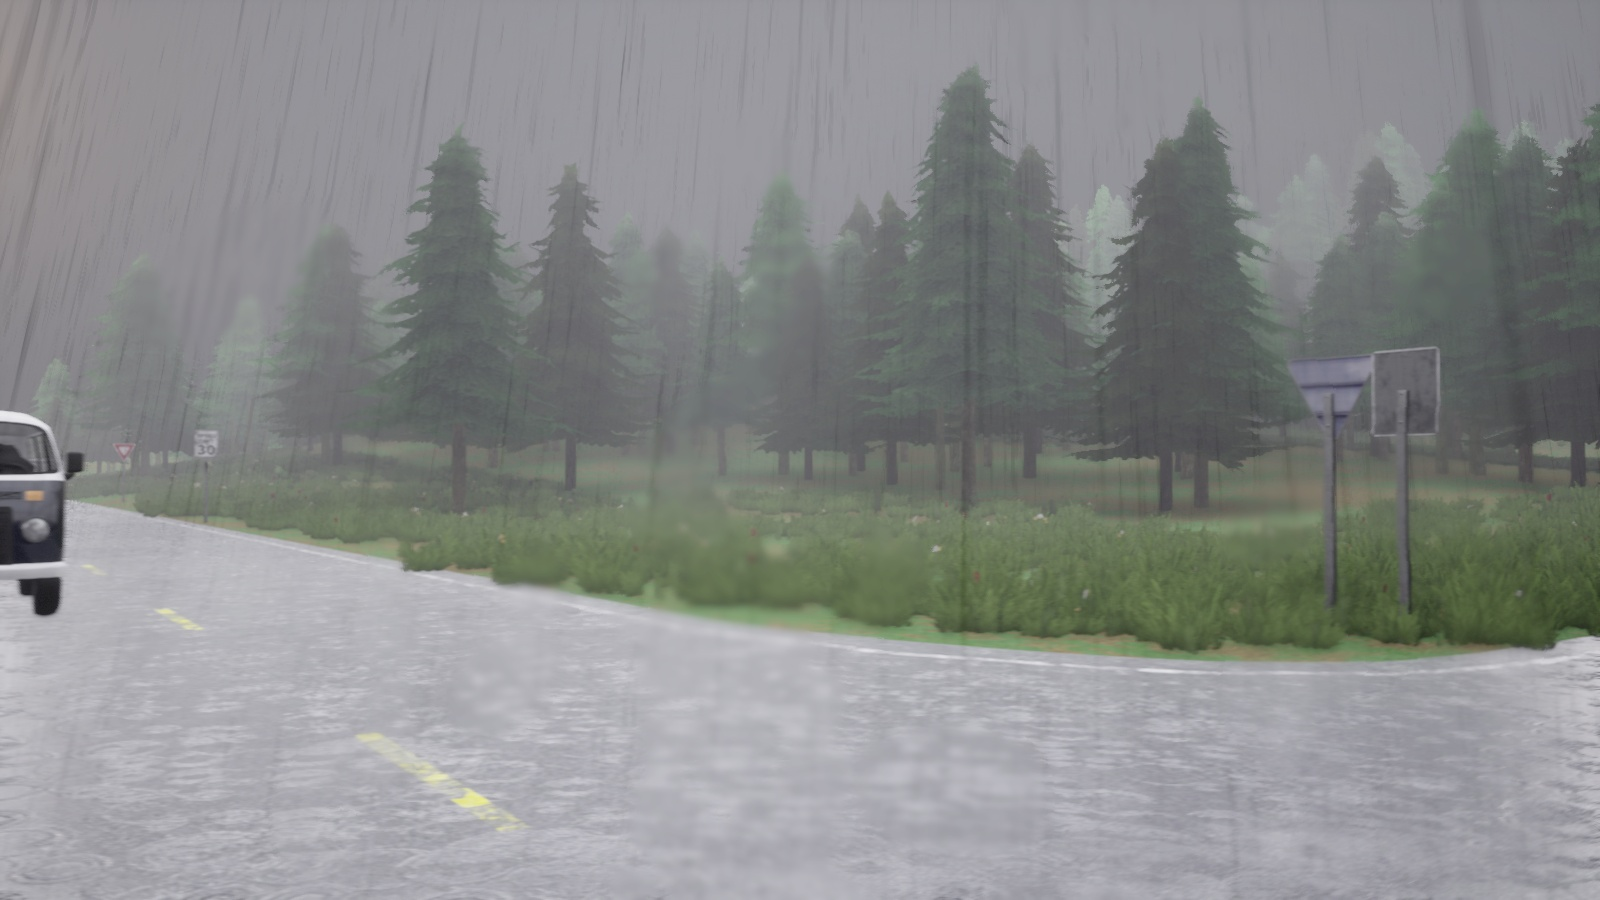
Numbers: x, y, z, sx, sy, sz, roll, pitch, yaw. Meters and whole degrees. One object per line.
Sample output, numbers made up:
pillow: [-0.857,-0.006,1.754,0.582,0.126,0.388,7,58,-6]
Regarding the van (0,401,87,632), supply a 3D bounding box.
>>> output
van: [-8.613,0.621,12.681,2.069,2.038,4.480,0,-1,-35]
